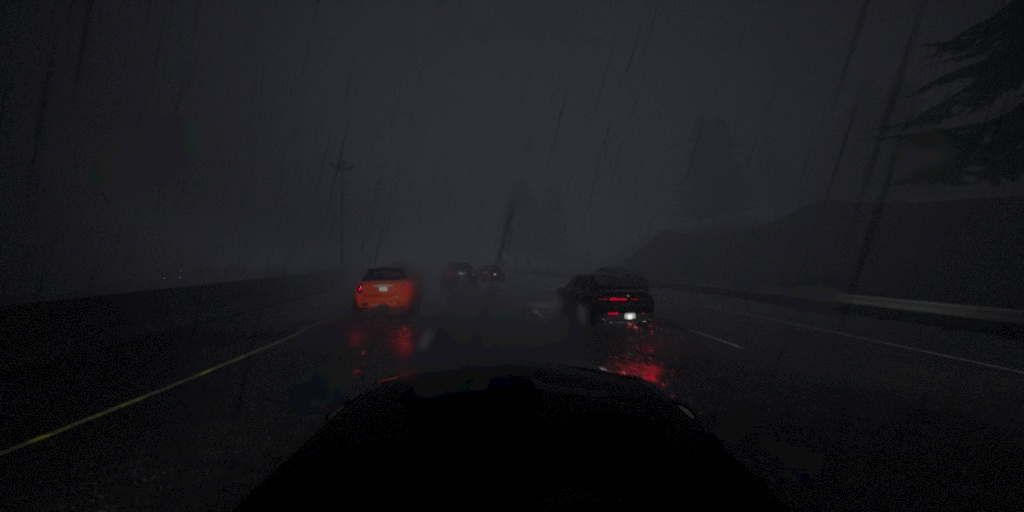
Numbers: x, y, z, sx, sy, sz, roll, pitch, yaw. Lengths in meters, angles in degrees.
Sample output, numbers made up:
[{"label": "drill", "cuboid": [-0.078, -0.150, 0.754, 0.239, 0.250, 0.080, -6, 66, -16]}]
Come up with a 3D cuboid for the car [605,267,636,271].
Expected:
[{"label": "car", "cuboid": [5.110, 1.309, 18.434, 1.837, 1.490, 4.892, 0, 0, -11]}]

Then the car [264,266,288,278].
[{"label": "car", "cuboid": [-24.763, 1.662, 37.724, 1.895, 1.301, 4.718, 0, 0, -30]}]

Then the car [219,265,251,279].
[{"label": "car", "cuboid": [-28.570, 1.644, 37.294, 1.994, 1.385, 4.181, 0, 0, -31]}]

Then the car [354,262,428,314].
[{"label": "car", "cuboid": [-4.827, 1.192, 14.652, 2.097, 1.767, 4.553, 0, 0, -9]}]

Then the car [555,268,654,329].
[{"label": "car", "cuboid": [2.719, 1.288, 11.492, 1.837, 1.490, 4.892, 0, 0, -6]}]

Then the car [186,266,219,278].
[{"label": "car", "cuboid": [-34.329, 1.726, 40.133, 1.895, 1.301, 4.718, 0, 0, -31]}]

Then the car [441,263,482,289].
[{"label": "car", "cuboid": [-3.735, 1.236, 24.880, 2.097, 1.767, 4.553, 0, 0, -16]}]

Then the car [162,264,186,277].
[{"label": "car", "cuboid": [-40.124, 1.697, 43.017, 1.812, 1.442, 4.674, 0, 0, -31]}]

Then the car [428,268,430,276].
[{"label": "car", "cuboid": [-11.094, 1.573, 42.099, 1.994, 1.385, 4.181, 0, 0, -28]}]

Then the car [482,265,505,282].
[{"label": "car", "cuboid": [-2.069, 1.469, 30.902, 1.994, 1.385, 4.181, 0, 0, -20]}]
